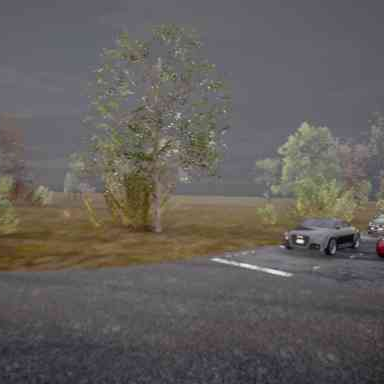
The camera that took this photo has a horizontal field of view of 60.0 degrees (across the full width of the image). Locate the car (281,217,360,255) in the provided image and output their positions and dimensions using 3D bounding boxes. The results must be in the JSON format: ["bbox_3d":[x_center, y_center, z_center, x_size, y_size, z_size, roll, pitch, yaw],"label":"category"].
[{"bbox_3d":[5.749,1.832,14.638,4.181,1.385,1.994,2,-1,-44],"label":"car"}]

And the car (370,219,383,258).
[{"bbox_3d":[8.988,1.910,13.313,4.181,1.385,1.994,2,-1,-45],"label":"car"}]

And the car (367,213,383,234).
[{"bbox_3d":[13.142,2.046,21.725,4.674,1.442,1.812,2,-1,-43],"label":"car"}]
